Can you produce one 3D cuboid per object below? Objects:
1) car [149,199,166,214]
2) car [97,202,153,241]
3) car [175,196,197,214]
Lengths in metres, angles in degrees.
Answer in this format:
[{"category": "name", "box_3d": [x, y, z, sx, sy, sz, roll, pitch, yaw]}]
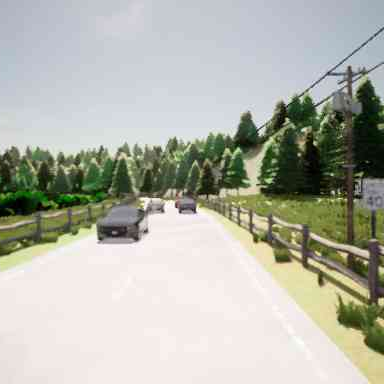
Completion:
[{"category": "car", "box_3d": [-3.791, 1.471, 35.577, 2.128, 1.511, 4.902, 0, 0, -3]}, {"category": "car", "box_3d": [-3.325, 1.468, 16.726, 1.882, 1.535, 5.008, 0, 0, 0]}, {"category": "car", "box_3d": [-0.526, 1.484, 35.610, 1.837, 1.490, 4.892, 0, 0, -4]}]
